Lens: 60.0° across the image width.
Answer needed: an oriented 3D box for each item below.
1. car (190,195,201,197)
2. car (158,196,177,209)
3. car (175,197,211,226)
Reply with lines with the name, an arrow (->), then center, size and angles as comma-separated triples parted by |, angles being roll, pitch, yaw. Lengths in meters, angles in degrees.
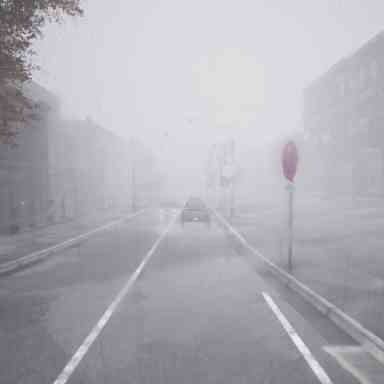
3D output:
car -> 0.412, 1.145, 42.436 | 2.128, 1.511, 4.902 | 0, 1, 1
car -> -2.806, 1.208, 39.903 | 1.812, 1.442, 4.674 | 0, 1, 1
car -> 0.225, 1.366, 22.215 | 2.128, 1.511, 4.902 | 0, 1, 0
